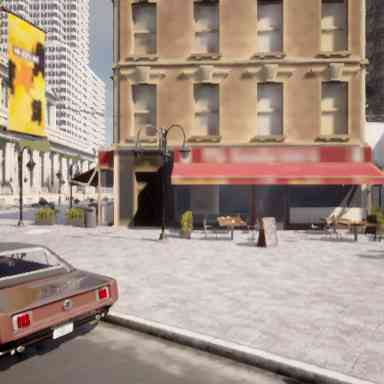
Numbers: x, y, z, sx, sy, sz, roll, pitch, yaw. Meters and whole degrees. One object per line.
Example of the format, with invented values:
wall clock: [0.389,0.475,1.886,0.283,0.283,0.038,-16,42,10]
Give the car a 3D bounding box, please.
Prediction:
car: [-3.565,1.540,5.579,4.718,1.301,1.895,0,0,32]
